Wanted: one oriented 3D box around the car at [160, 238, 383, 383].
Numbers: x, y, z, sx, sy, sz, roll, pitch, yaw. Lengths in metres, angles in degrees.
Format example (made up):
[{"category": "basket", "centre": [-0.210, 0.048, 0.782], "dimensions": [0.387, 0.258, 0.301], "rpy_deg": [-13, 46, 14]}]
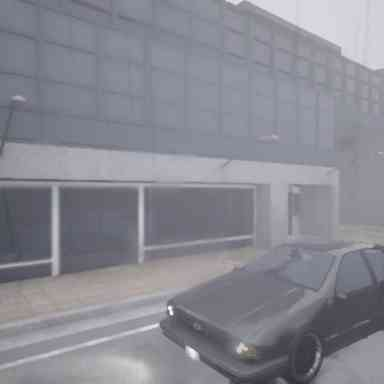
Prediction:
[{"category": "car", "centre": [2.165, 1.542, 5.543], "dimensions": [5.357, 1.411, 2.033], "rpy_deg": [0, 0, -36]}]
